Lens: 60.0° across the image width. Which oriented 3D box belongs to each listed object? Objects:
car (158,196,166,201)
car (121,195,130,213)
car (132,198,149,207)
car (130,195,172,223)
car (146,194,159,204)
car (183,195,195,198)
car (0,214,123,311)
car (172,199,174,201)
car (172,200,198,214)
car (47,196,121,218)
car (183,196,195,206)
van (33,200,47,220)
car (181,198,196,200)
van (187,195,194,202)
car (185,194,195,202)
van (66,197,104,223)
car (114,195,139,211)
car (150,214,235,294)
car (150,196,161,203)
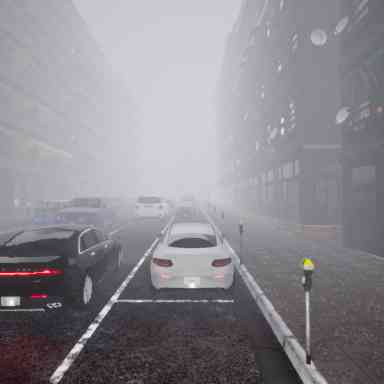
[{"bbox_3d":[-8.326,1.847,92.652,1.802,1.307,4.206,1,0,0],"label":"car"},{"bbox_3d":[-8.313,1.366,37.346,2.192,1.841,5.009,1,0,0],"label":"car"},{"bbox_3d":[-8.321,1.660,53.938,1.947,1.339,4.313,1,0,0],"label":"car"},{"bbox_3d":[-3.021,1.247,25.869,2.150,2.045,5.566,0,0,0],"label":"car"},{"bbox_3d":[-8.317,1.471,70.528,2.192,1.841,5.009,1,0,0],"label":"car"},{"bbox_3d":[-0.429,1.490,37.286,1.967,1.590,4.097,1,0,0],"label":"car"},{"bbox_3d":[-2.923,1.510,7.807,1.837,1.490,4.892,0,0,0],"label":"car"},{"bbox_3d":[-2.924,1.590,43.269,1.812,1.442,4.674,0,0,0],"label":"car"},{"bbox_3d":[-0.438,1.572,26.224,1.887,1.381,4.507,1,0,0],"label":"car"},{"bbox_3d":[-5.871,1.236,19.027,2.150,2.045,5.566,0,0,0],"label":"car"},{"bbox_3d":[-0.473,1.553,59.411,1.967,1.590,4.097,1,0,0],"label":"car"},{"bbox_3d":[-8.312,1.359,20.753,1.690,1.788,3.998,2,0,0],"label":"van"},{"bbox_3d":[-0.438,1.583,31.754,1.887,1.381,4.507,1,0,0],"label":"car"},{"bbox_3d":[-0.473,1.576,87.068,1.690,1.788,3.998,1,0,0],"label":"van"},{"bbox_3d":[-0.472,1.521,81.536,2.192,1.841,5.009,1,0,0],"label":"car"},{"bbox_3d":[-8.313,1.368,26.285,1.690,1.788,3.998,1,0,0],"label":"van"},{"bbox_3d":[-8.314,1.379,42.876,2.192,1.841,5.009,1,0,0],"label":"car"},{"bbox_3d":[0.003,1.531,8.653,1.812,1.442,4.674,0,0,0],"label":"car"},{"bbox_3d":[-8.323,1.725,76.059,1.887,1.381,4.507,1,0,0],"label":"car"}]
